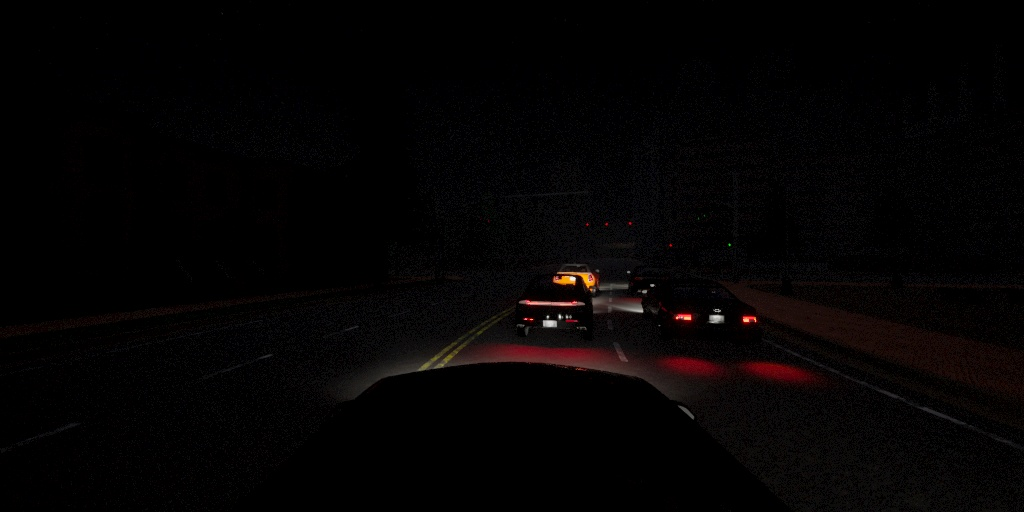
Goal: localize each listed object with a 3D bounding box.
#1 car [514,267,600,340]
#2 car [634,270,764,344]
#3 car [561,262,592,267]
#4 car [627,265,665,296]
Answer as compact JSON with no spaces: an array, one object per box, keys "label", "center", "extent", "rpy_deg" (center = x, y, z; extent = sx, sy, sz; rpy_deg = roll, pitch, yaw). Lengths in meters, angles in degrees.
[{"label":"car","center":[1.323,1.242,10.076],"extent":[2.128,1.511,4.902],"rpy_deg":[0,0,12]},{"label":"car","center":[4.696,1.297,9.647],"extent":[2.033,1.411,5.357],"rpy_deg":[0,0,13]},{"label":"car","center":[3.487,1.102,18.963],"extent":[2.097,1.767,4.553],"rpy_deg":[0,0,16]},{"label":"car","center":[7.254,1.228,19.135],"extent":[1.882,1.535,5.008],"rpy_deg":[0,0,16]}]
